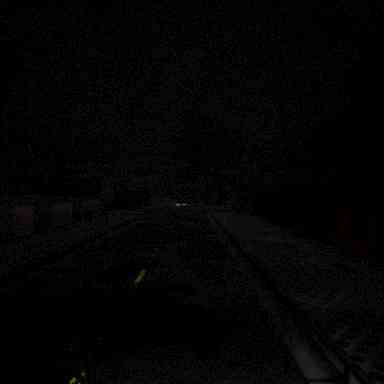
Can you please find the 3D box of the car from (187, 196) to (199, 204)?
[{"bbox_3d":[-0.028,1.933,83.022,2.150,2.045,5.566,0,-1,1],"label":"car"}]

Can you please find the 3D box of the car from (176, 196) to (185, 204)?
[{"bbox_3d":[-2.777,1.989,84.280,2.150,2.045,5.566,0,-1,0],"label":"car"}]
